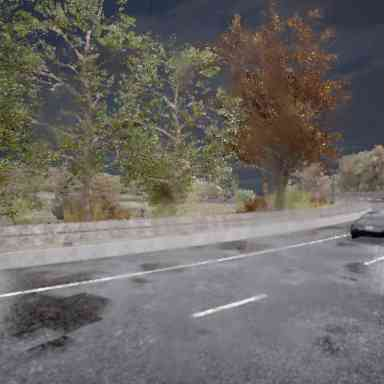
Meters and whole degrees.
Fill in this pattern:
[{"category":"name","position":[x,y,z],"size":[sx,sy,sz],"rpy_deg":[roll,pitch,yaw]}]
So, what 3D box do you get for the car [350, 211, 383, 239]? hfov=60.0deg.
[{"category":"car","position":[9.882,1.696,17.342],"size":[1.994,1.385,4.181],"rpy_deg":[0,0,45]}]
